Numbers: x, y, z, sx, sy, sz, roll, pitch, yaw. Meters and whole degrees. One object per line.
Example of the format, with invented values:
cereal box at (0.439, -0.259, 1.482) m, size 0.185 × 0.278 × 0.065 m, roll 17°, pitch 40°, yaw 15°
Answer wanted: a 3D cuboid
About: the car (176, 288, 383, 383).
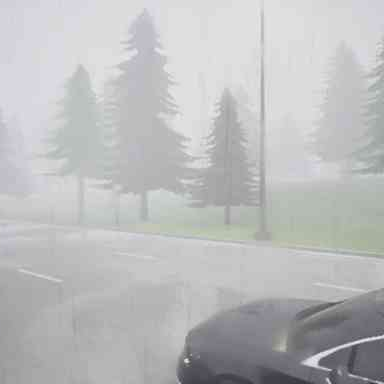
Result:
car at (2.100, 1.505, 2.494) m, size 4.892 × 1.490 × 1.837 m, roll 0°, pitch 0°, yaw 36°
